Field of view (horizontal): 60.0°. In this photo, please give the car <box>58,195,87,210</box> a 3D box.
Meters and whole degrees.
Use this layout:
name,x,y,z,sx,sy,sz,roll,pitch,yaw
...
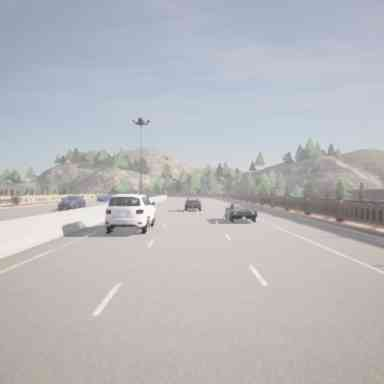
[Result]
name,x,y,z,sx,sy,sz,roll,pitch,yaw
car,-14.088,1.190,39.256,2.097,1.767,4.553,0,0,0

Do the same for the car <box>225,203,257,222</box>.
name,x,y,z,sx,sy,sz,roll,pitch,yaw
car,3.598,1.496,25.204,1.895,1.301,4.718,0,0,0

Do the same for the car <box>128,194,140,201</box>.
name,x,y,z,sx,sy,sz,roll,pitch,yaw
car,-14.005,1.247,80.393,2.128,1.511,4.902,0,0,0

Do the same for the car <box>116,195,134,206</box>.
name,x,y,z,sx,sy,sz,roll,pitch,yaw
car,-10.557,1.300,53.021,1.837,1.490,4.892,0,0,0

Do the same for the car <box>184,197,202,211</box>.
name,x,y,z,sx,sy,sz,roll,pitch,yaw
car,0.097,1.334,38.678,2.128,1.511,4.902,0,0,0

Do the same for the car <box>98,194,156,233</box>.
name,x,y,z,sx,sy,sz,roll,pitch,yaw
car,-3.402,1.142,19.115,2.150,2.045,5.566,0,0,0
